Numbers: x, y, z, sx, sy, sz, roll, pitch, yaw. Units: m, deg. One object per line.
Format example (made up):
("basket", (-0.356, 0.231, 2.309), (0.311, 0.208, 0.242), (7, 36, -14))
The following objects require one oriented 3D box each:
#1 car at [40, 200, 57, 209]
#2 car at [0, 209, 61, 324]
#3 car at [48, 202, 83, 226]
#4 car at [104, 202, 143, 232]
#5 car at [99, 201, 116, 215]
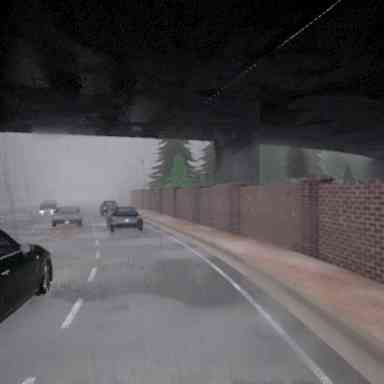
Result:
("car", (-19.405, 1.718, 45.261), (1.994, 1.385, 4.181), (0, 0, -17))
("car", (-4.073, 1.384, 5.826), (2.097, 1.767, 4.553), (-1, 0, -7))
("car", (-8.785, 1.670, 23.727), (1.895, 1.301, 4.718), (0, 0, -17))
("car", (-4.257, 1.597, 20.823), (1.994, 1.385, 4.181), (0, 0, -17))
("car", (-8.655, 1.614, 34.927), (2.033, 1.411, 5.357), (0, 0, -18))
